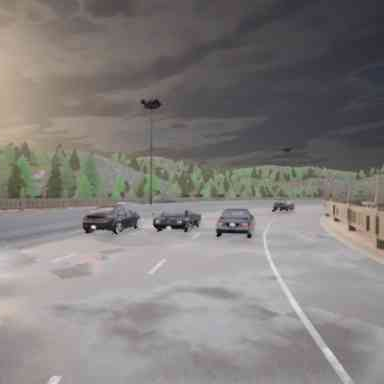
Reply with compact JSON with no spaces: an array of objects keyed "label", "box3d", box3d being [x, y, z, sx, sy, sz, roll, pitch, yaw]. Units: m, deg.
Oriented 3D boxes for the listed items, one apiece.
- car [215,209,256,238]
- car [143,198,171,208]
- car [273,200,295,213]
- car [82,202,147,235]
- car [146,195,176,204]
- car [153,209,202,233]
[{"label":"car","box3d":[2.472,1.615,18.334,2.033,1.411,5.357,0,0,13]},{"label":"car","box3d":[-5.635,1.774,53.844,1.882,1.535,5.008,0,-1,31]},{"label":"car","box3d":[11.338,1.720,40.967,1.837,1.490,4.892,-1,-1,29]},{"label":"car","box3d":[-4.493,1.557,19.309,1.837,1.490,4.892,0,0,13]},{"label":"car","box3d":[-4.494,1.480,48.890,2.150,2.045,5.566,0,-1,30]},{"label":"car","box3d":[-0.730,1.668,20.216,1.895,1.301,4.718,0,0,14]}]
